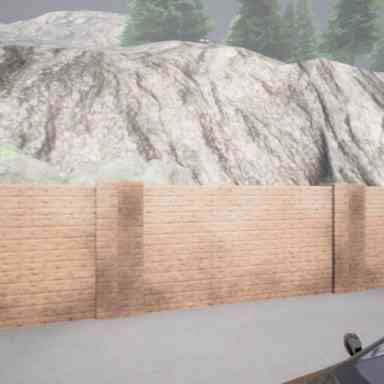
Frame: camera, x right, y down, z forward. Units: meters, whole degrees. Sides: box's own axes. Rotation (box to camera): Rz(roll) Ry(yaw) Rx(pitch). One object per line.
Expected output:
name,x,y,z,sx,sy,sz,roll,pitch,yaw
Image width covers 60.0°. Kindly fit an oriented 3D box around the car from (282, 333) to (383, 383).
car,2.207,1.492,1.887,4.902,1.511,2.128,0,0,-18
